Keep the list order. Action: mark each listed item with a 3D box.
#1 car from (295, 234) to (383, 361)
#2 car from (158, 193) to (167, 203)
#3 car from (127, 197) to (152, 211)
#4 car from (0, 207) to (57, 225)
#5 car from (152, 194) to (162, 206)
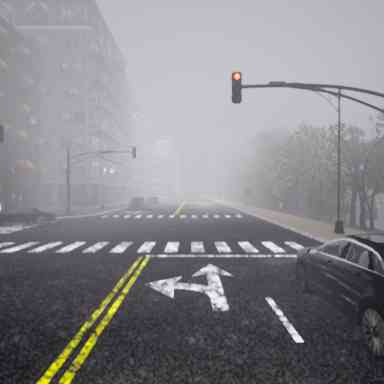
[{"bbox_3d":[3.346,1.491,5.903,2.128,1.511,4.902,0,0,-1],"label":"car"},{"bbox_3d":[-6.578,1.255,72.102,2.150,2.045,5.566,0,0,0],"label":"car"},{"bbox_3d":[-6.640,1.360,41.114,2.097,1.767,4.553,0,0,0],"label":"car"},{"bbox_3d":[-12.224,1.735,23.814,4.718,1.301,1.895,-1,0,-23],"label":"car"},{"bbox_3d":[-6.639,1.544,57.020,1.812,1.442,4.674,0,0,0],"label":"car"}]
